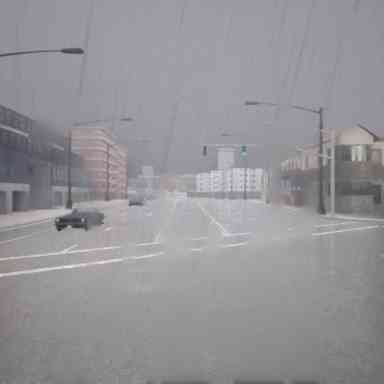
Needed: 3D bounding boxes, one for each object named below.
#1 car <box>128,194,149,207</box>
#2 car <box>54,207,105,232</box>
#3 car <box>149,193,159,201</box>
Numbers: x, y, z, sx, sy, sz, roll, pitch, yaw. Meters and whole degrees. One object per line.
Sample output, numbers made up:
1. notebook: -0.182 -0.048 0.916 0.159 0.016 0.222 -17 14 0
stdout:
1. car: -7.602 1.337 46.471 2.033 1.411 5.357 0 1 -2
2. car: -6.906 1.653 20.827 1.895 1.301 4.718 0 0 -2
3. car: -8.266 0.913 70.863 2.097 1.767 4.553 0 0 -2
